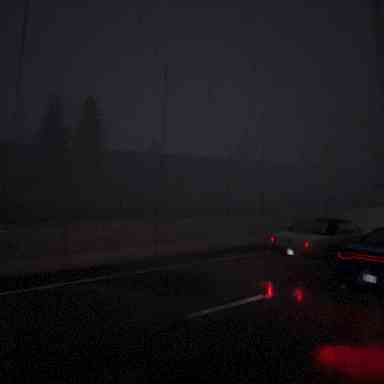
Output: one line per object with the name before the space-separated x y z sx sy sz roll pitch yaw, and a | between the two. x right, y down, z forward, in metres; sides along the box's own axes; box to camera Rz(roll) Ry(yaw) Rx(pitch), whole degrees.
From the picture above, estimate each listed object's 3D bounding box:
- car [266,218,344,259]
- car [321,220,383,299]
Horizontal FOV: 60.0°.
car | 4.861 1.565 11.560 4.718 1.301 1.895 0 0 -35
car | 5.350 1.448 7.627 5.008 1.535 1.882 0 0 -35
